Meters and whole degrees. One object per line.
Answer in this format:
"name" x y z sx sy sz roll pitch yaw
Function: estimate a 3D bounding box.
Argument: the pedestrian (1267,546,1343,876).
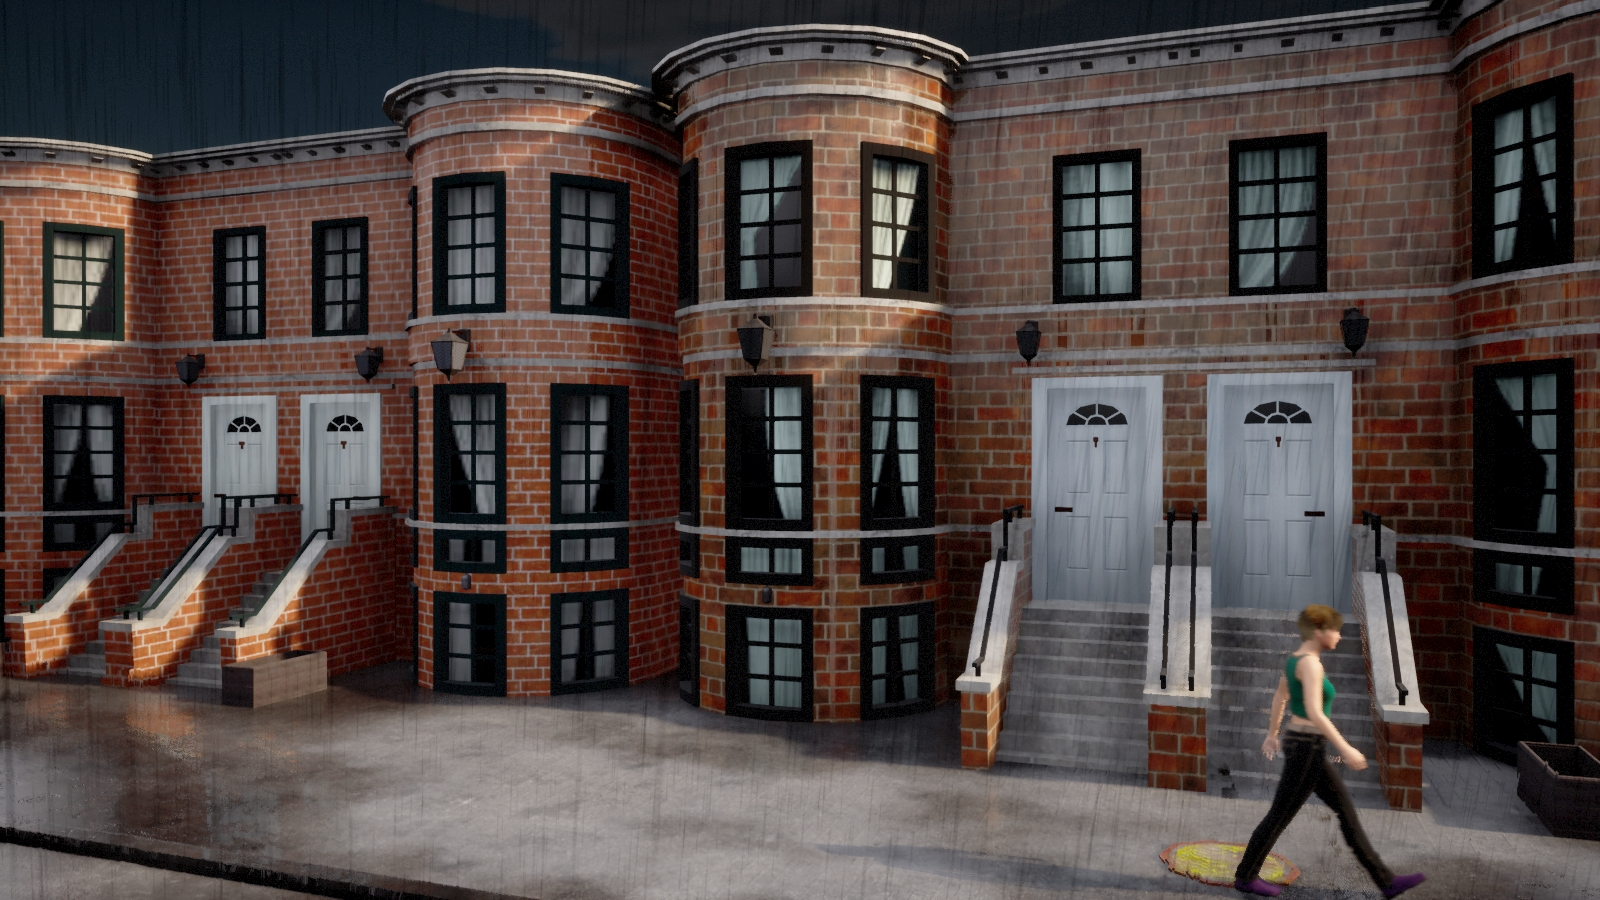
"pedestrian" 3.007 1.524 6.824 0.375 1.860 0.375 0 0 18
